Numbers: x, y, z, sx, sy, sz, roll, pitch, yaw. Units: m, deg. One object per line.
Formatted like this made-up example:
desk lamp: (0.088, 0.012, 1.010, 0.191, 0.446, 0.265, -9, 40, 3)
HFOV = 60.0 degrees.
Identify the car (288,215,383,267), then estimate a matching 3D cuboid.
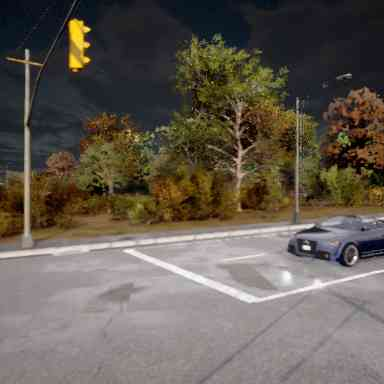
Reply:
car: (5.229, 1.483, 11.139, 4.181, 1.385, 1.994, -1, 1, -29)
